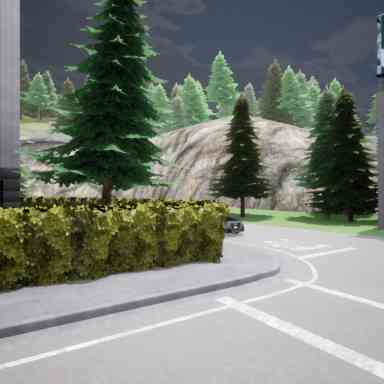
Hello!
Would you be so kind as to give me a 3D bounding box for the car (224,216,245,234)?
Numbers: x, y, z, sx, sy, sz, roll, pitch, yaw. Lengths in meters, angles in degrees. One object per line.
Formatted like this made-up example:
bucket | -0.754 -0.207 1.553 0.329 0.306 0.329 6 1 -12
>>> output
car | 1.029 1.740 19.527 1.994 1.385 4.181 0 0 -43
